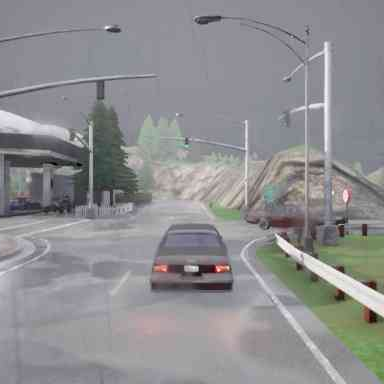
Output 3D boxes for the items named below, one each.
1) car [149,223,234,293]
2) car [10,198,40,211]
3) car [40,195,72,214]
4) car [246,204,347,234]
[{"bbox_3d":[0.009,1.551,9.013,2.033,1.411,5.357,0,0,0],"label":"car"},{"bbox_3d":[-20.247,1.496,40.535,2.242,1.667,4.611,0,0,-1],"label":"car"},{"bbox_3d":[-14.539,1.327,36.259,1.905,1.878,3.866,0,0,-1],"label":"car"},{"bbox_3d":[5.521,1.381,18.150,2.033,1.411,5.357,-1,0,-44],"label":"car"}]
